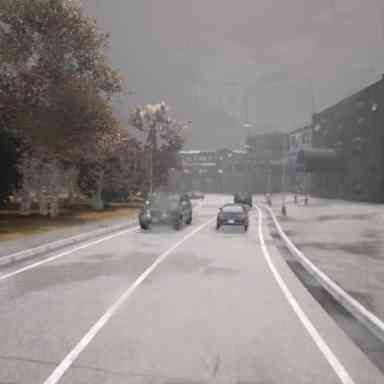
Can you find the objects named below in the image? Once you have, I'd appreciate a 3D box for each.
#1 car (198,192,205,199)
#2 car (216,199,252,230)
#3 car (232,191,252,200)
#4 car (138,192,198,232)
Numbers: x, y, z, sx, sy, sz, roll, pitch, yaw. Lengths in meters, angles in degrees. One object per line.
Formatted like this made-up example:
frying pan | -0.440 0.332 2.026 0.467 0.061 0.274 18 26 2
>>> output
car | 1.078 0.691 61.789 1.994 1.385 4.181 0 2 -14
car | 2.572 1.427 20.497 1.812 1.442 4.674 1 1 11
car | 6.221 0.832 41.352 2.150 2.045 5.566 1 1 6
car | -1.366 1.081 19.835 2.150 2.045 5.566 1 1 11
